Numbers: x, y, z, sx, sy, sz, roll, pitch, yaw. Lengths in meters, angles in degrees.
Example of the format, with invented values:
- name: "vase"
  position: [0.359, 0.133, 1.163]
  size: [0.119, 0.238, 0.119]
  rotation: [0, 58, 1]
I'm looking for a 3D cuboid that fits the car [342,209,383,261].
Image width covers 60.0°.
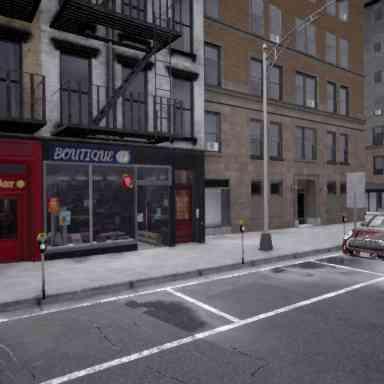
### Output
- name: "car"
  position: [7.023, 1.442, 11.576]
  size: [4.097, 1.590, 1.967]
  rotation: [0, -1, -36]

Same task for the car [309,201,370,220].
- name: "car"
  position: [13.905, 1.664, 31.685]
  size: [1.882, 1.535, 5.008]
  rotation: [-1, 0, -37]
